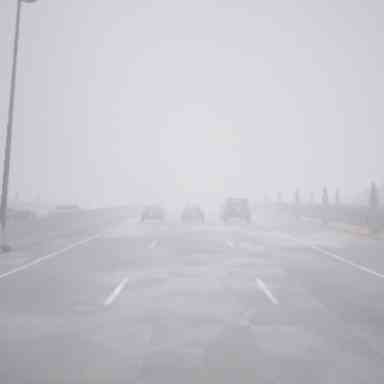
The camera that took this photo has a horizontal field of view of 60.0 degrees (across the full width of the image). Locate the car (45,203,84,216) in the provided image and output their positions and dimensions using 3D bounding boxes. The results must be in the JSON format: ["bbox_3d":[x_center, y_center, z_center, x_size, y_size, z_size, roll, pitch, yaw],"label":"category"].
[{"bbox_3d":[-10.595,1.748,27.976,1.837,1.490,4.892,0,-1,0],"label":"car"}]

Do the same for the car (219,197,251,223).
[{"bbox_3d":[3.599,1.468,28.292,2.150,2.045,5.566,0,0,0],"label":"car"}]

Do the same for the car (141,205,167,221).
[{"bbox_3d":[-3.401,1.824,29.991,1.994,1.385,4.181,0,0,0],"label":"car"}]

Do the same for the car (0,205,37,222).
[{"bbox_3d":[-14.098,1.826,26.000,1.895,1.301,4.718,0,-1,0],"label":"car"}]

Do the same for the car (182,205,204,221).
[{"bbox_3d":[0.099,1.826,30.184,1.994,1.385,4.181,0,0,0],"label":"car"}]
